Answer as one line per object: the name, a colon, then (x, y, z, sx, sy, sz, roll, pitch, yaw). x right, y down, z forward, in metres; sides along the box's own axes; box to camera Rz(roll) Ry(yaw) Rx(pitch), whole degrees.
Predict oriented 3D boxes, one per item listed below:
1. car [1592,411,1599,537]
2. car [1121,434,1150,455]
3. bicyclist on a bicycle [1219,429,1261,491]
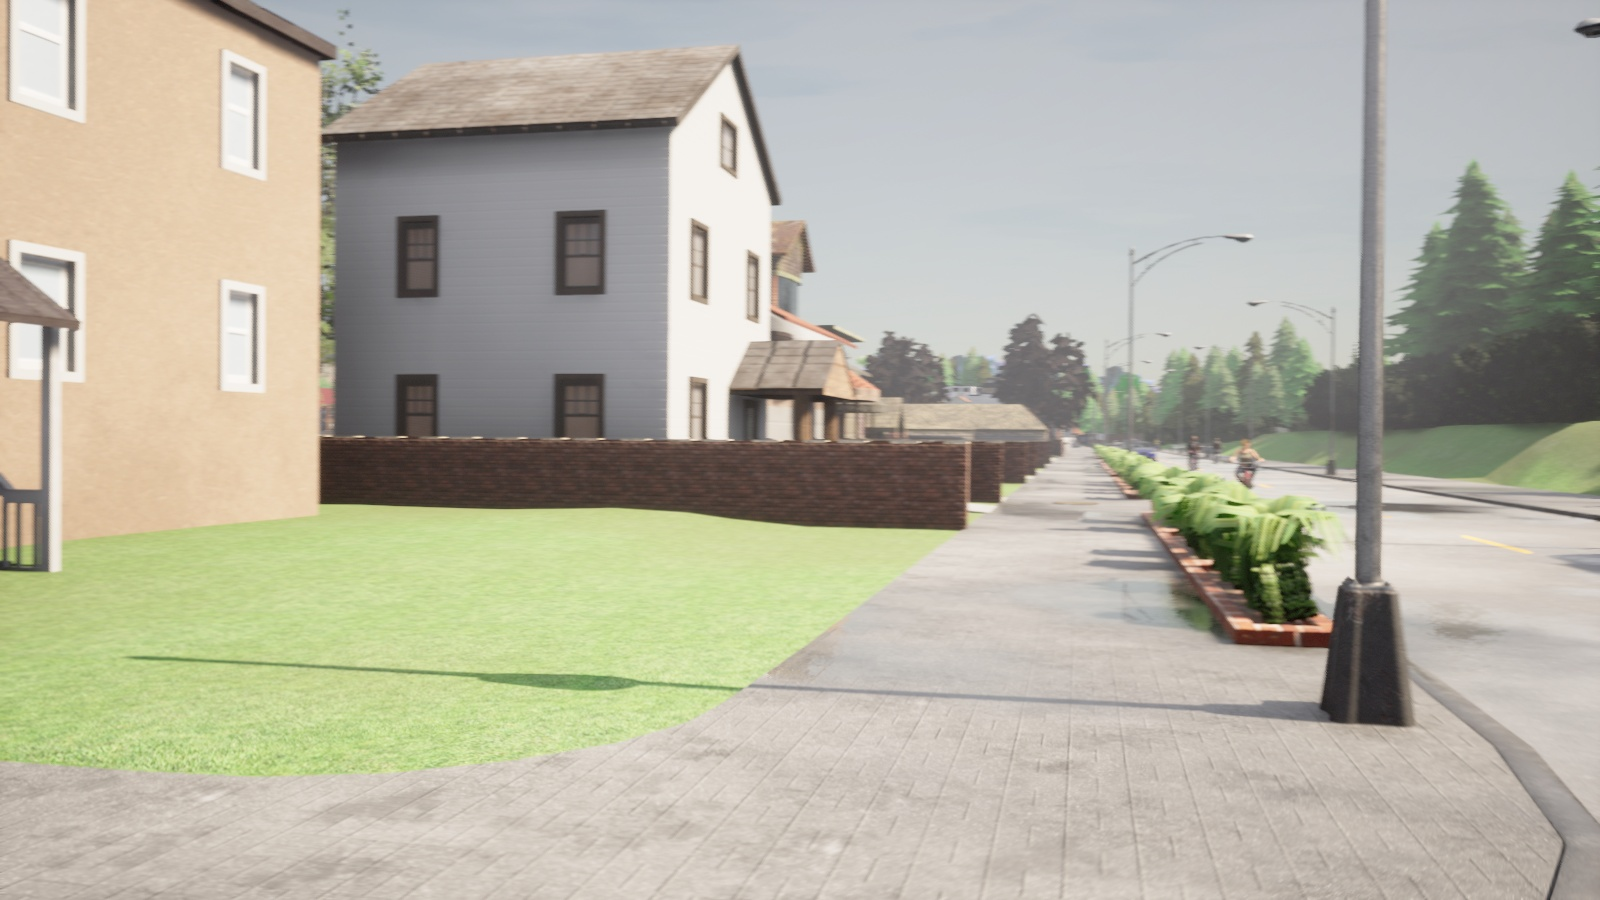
car: (11.867, 0.353, 15.497, 2.097, 1.767, 4.553, -1, 1, 12)
car: (24.210, -0.402, 90.583, 1.816, 1.474, 4.193, -1, 1, 12)
bicyclist on a bicycle: (11.686, 0.254, 33.369, 0.866, 1.612, 1.509, -1, 1, 12)
